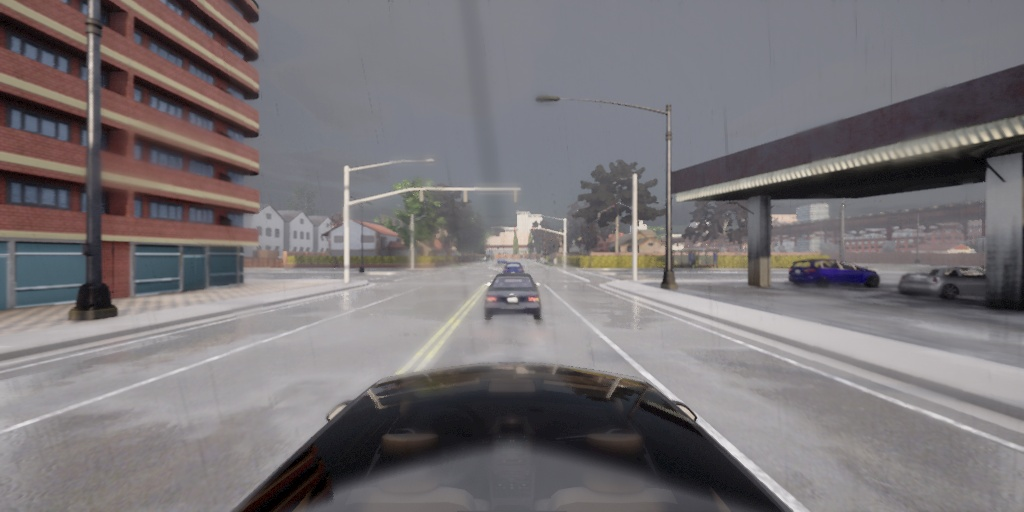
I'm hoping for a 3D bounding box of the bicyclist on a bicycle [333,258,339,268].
[{"bbox_3d":[-26.488,1.060,54.004,0.582,1.620,1.656,0,0,1],"label":"bicyclist on a bicycle"}]

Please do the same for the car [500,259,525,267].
[{"bbox_3d":[0.162,1.281,32.479,1.812,1.442,4.674,0,0,1],"label":"car"}]

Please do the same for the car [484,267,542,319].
[{"bbox_3d":[0.047,1.300,12.750,2.033,1.411,5.357,0,0,1],"label":"car"}]
